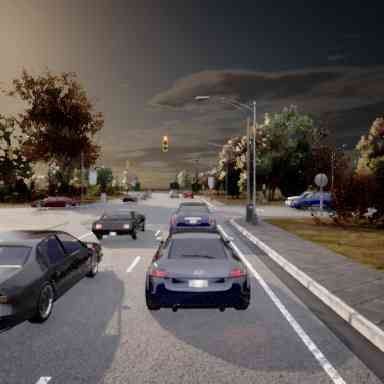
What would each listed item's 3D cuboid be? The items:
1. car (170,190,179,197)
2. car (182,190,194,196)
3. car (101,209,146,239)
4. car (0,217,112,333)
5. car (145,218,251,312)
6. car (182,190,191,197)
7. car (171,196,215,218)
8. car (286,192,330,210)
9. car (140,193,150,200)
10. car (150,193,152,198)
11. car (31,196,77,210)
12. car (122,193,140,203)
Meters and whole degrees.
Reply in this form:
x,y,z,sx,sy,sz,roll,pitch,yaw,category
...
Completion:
x,y,z,sx,sy,sz,roll,pitch,yaw,category
-4.320,0.886,84.154,1.994,1.385,4.181,0,1,-4,car
-0.772,0.565,83.475,2.150,2.045,5.566,0,1,-4,car
-3.477,1.518,16.711,1.895,1.301,4.718,0,0,-1,car
-3.417,1.528,7.067,2.033,1.411,5.357,0,0,-1,car
0.081,1.541,7.755,1.994,1.385,4.181,0,0,-1,car
-1.589,0.392,94.123,2.097,1.767,4.553,0,1,-7,car
0.044,1.271,16.389,2.097,1.767,4.553,0,0,0,car
14.021,0.993,37.455,5.566,2.045,2.150,0,0,-3,car
-10.836,1.028,70.912,2.128,1.511,4.902,0,1,-1,car
-11.419,0.903,85.570,1.895,1.301,4.718,0,1,-3,car
-16.255,1.235,39.378,5.008,1.535,1.882,0,2,-25,car
-10.797,1.226,57.922,1.895,1.301,4.718,0,0,0,car
